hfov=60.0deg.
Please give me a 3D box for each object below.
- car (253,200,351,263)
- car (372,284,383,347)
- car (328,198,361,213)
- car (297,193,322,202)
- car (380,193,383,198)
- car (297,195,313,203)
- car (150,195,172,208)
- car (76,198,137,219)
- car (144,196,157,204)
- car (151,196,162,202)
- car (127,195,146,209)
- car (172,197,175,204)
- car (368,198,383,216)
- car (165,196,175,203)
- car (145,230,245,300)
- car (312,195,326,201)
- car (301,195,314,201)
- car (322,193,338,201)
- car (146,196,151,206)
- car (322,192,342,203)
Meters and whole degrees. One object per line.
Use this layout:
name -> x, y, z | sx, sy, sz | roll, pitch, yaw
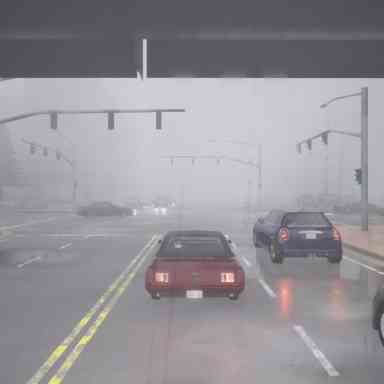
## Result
car -> 3.585, 1.352, 12.126 | 2.097, 1.767, 4.553 | 0, 0, 0
car -> 3.601, 1.505, 3.037 | 1.837, 1.490, 4.892 | 0, 0, 0
car -> 16.682, 1.564, 33.932 | 4.181, 1.385, 1.994 | 0, 0, 1
car -> 16.663, 1.153, 48.163 | 1.932, 1.855, 4.605 | 0, 0, 0
car -> 39.115, 1.153, 65.724 | 1.932, 1.855, 4.605 | 0, 0, 0
car -> 22.218, 1.395, 65.590 | 1.970, 1.475, 3.806 | 0, 0, 0
car -> -4.491, 1.491, 49.564 | 2.128, 1.511, 4.902 | 0, 0, 0
car -> -7.470, 1.525, 28.505 | 4.674, 1.442, 1.812 | 0, 1, -26
car -> -8.026, 1.526, 64.585 | 1.812, 1.442, 4.674 | 0, 0, 0
car -> -8.057, 1.552, 76.074 | 1.994, 1.385, 4.181 | 0, 0, 0
car -> -8.030, 1.352, 44.802 | 2.097, 1.767, 4.553 | 0, 0, 2
car -> -4.529, 1.352, 58.606 | 2.097, 1.767, 4.553 | 0, 0, 0
car -> 19.266, 1.505, 30.398 | 4.892, 1.490, 1.837 | 0, 0, 1
car -> -4.517, 1.601, 68.761 | 1.895, 1.301, 4.718 | 0, 0, 0
car -> 0.070, 1.601, 8.361 | 1.895, 1.301, 4.718 | 0, 0, 0
car -> 30.842, 1.364, 80.714 | 1.784, 1.438, 3.905 | 0, 0, 0
car -> 27.947, 1.395, 80.707 | 1.970, 1.475, 3.806 | 0, 0, 0
car -> 33.525, 1.153, 80.771 | 1.932, 1.855, 4.605 | 0, 0, 0
car -> -8.012, 1.478, 53.972 | 1.882, 1.535, 5.008 | 0, 0, 0
car -> 19.557, 1.156, 48.116 | 1.905, 1.878, 3.866 | 0, 0, 0
